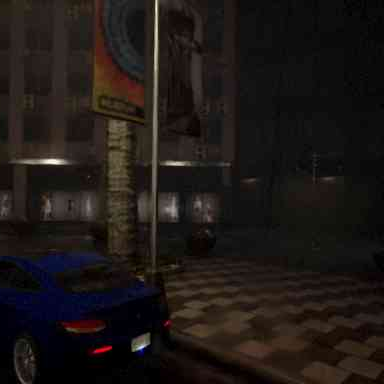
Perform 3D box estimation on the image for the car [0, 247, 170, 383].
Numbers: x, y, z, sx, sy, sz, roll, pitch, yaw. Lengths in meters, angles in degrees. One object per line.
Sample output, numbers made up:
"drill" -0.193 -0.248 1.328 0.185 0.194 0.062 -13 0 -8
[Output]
"car" -2.426 1.633 5.381 4.674 1.442 1.812 0 -2 38
